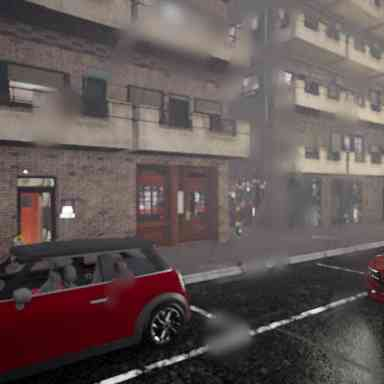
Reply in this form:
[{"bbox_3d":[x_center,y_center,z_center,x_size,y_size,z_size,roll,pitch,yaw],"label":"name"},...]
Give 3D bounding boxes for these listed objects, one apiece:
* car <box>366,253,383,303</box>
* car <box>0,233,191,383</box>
[{"bbox_3d":[5.690,1.499,7.139,5.008,1.535,1.882,0,0,-36],"label":"car"},{"bbox_3d":[-2.099,1.442,4.613,4.097,1.590,1.967,0,-1,-36],"label":"car"}]
